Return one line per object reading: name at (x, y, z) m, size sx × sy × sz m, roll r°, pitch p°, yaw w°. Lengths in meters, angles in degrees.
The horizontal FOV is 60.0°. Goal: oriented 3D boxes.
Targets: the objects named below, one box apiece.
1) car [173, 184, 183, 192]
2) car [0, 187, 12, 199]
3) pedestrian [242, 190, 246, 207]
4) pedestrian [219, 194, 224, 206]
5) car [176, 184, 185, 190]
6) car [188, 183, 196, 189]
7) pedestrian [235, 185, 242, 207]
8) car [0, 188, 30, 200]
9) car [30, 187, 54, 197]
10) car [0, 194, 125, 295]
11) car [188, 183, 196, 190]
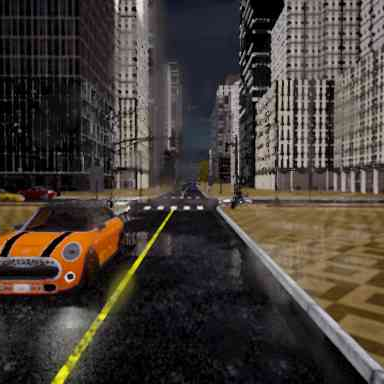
car at (-2.988, -0.964, 71.927) m, size 2.097 × 1.767 × 4.553 m, roll 0°, pitch 2°, yaw 0°
car at (-24.875, 0.123, 40.842) m, size 4.403 × 1.369 × 2.008 m, roll 0°, pitch 1°, yaw -1°
pedestrian at (3.991, 0.259, 27.284) m, size 0.375 × 1.860 × 0.375 m, roll 0°, pitch 2°, yaw 0°
pedestrian at (2.452, 0.619, 27.896) m, size 0.500 × 1.100 × 0.500 m, roll 0°, pitch 2°, yaw 0°
car at (-2.986, -1.301, 87.543) m, size 2.033 × 1.411 × 5.357 m, roll 0°, pitch 2°, yaw 0°
car at (0.015, -1.662, 93.559) m, size 2.128 × 1.511 × 4.902 m, roll 0°, pitch 2°, yaw 0°
pedestrian at (3.608, 0.280, 26.685) m, size 0.375 × 1.860 × 0.375 m, roll 0°, pitch 2°, yaw 0°
car at (-18.889, 0.373, 32.332) m, size 4.829 × 1.417 × 1.752 m, roll 0°, pitch 1°, yaw -1°
car at (-19.198, 0.042, 40.963) m, size 4.097 × 1.590 × 1.967 m, roll 0°, pitch 1°, yaw -1°
car at (-3.092, 1.082, 8.261) m, size 2.097 × 1.767 × 4.553 m, roll 0°, pitch 2°, yaw 0°
car at (0.014, -1.151, 83.149) m, size 2.033 × 1.411 × 5.357 m, roll 0°, pitch 2°, yaw 0°
